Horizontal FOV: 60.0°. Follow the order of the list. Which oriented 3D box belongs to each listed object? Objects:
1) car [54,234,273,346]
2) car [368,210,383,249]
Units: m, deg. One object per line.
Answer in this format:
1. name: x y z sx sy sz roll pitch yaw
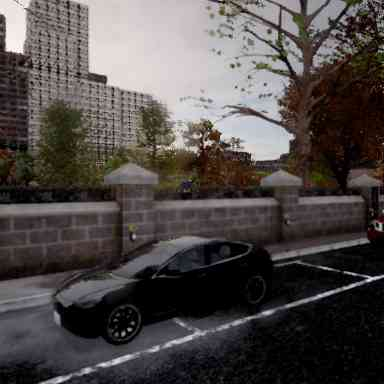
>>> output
1. car: -0.291 1.541 6.353 4.313 1.339 1.947 -1 0 -35
2. car: 8.875 1.206 12.890 5.009 1.841 2.192 -1 0 -35
